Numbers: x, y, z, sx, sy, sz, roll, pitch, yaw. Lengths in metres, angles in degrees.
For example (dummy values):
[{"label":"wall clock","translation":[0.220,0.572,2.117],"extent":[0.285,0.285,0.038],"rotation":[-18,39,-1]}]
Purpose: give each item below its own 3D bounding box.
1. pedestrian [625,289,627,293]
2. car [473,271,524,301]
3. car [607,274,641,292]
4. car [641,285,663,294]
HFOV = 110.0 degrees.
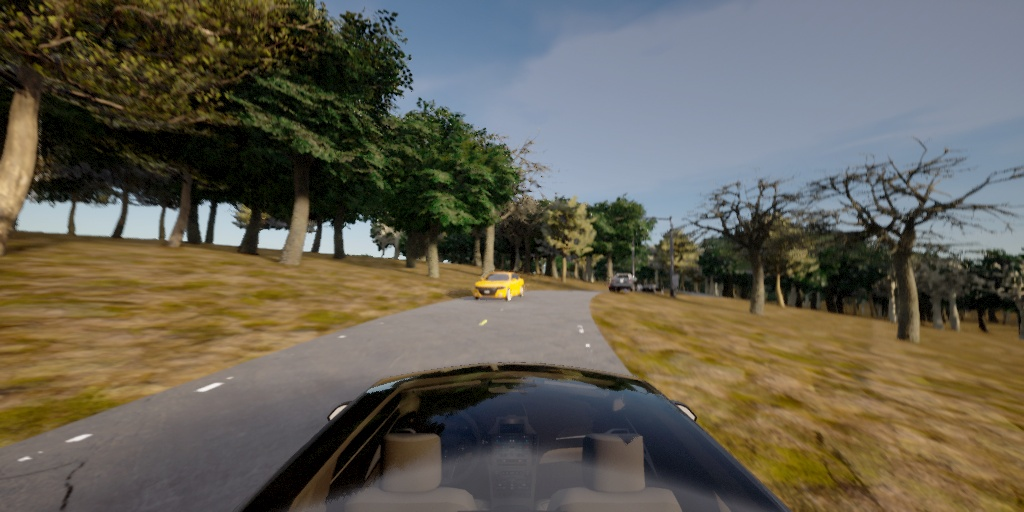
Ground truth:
[{"label":"pedestrian","translation":[10.908,2.898,34.441],"extent":[0.375,1.300,0.375],"rotation":[2,-6,13]},{"label":"car","translation":[-0.632,1.625,20.225],"extent":[1.882,1.535,5.008],"rotation":[0,-3,14]},{"label":"car","translation":[10.172,2.384,32.305],"extent":[1.970,1.475,3.806],"rotation":[-1,-5,25]},{"label":"car","translation":[20.874,4.961,53.414],"extent":[1.895,1.301,4.718],"rotation":[-4,-9,43]}]
